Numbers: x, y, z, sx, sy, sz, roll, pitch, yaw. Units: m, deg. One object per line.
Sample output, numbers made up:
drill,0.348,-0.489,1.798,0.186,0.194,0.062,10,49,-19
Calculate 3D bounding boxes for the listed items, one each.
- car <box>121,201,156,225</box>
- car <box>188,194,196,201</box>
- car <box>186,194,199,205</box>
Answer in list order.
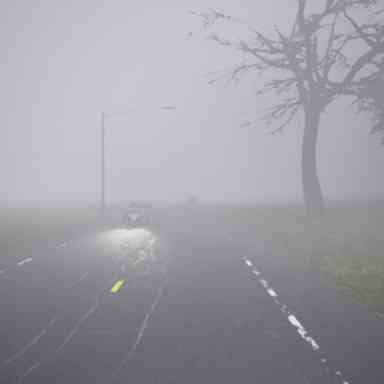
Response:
car,-3.595,1.363,23.085,2.128,1.511,4.902,0,0,0
car,-0.006,1.141,71.474,1.812,1.442,4.674,0,0,0
car,0.095,1.267,52.424,2.033,1.411,5.357,0,0,0
